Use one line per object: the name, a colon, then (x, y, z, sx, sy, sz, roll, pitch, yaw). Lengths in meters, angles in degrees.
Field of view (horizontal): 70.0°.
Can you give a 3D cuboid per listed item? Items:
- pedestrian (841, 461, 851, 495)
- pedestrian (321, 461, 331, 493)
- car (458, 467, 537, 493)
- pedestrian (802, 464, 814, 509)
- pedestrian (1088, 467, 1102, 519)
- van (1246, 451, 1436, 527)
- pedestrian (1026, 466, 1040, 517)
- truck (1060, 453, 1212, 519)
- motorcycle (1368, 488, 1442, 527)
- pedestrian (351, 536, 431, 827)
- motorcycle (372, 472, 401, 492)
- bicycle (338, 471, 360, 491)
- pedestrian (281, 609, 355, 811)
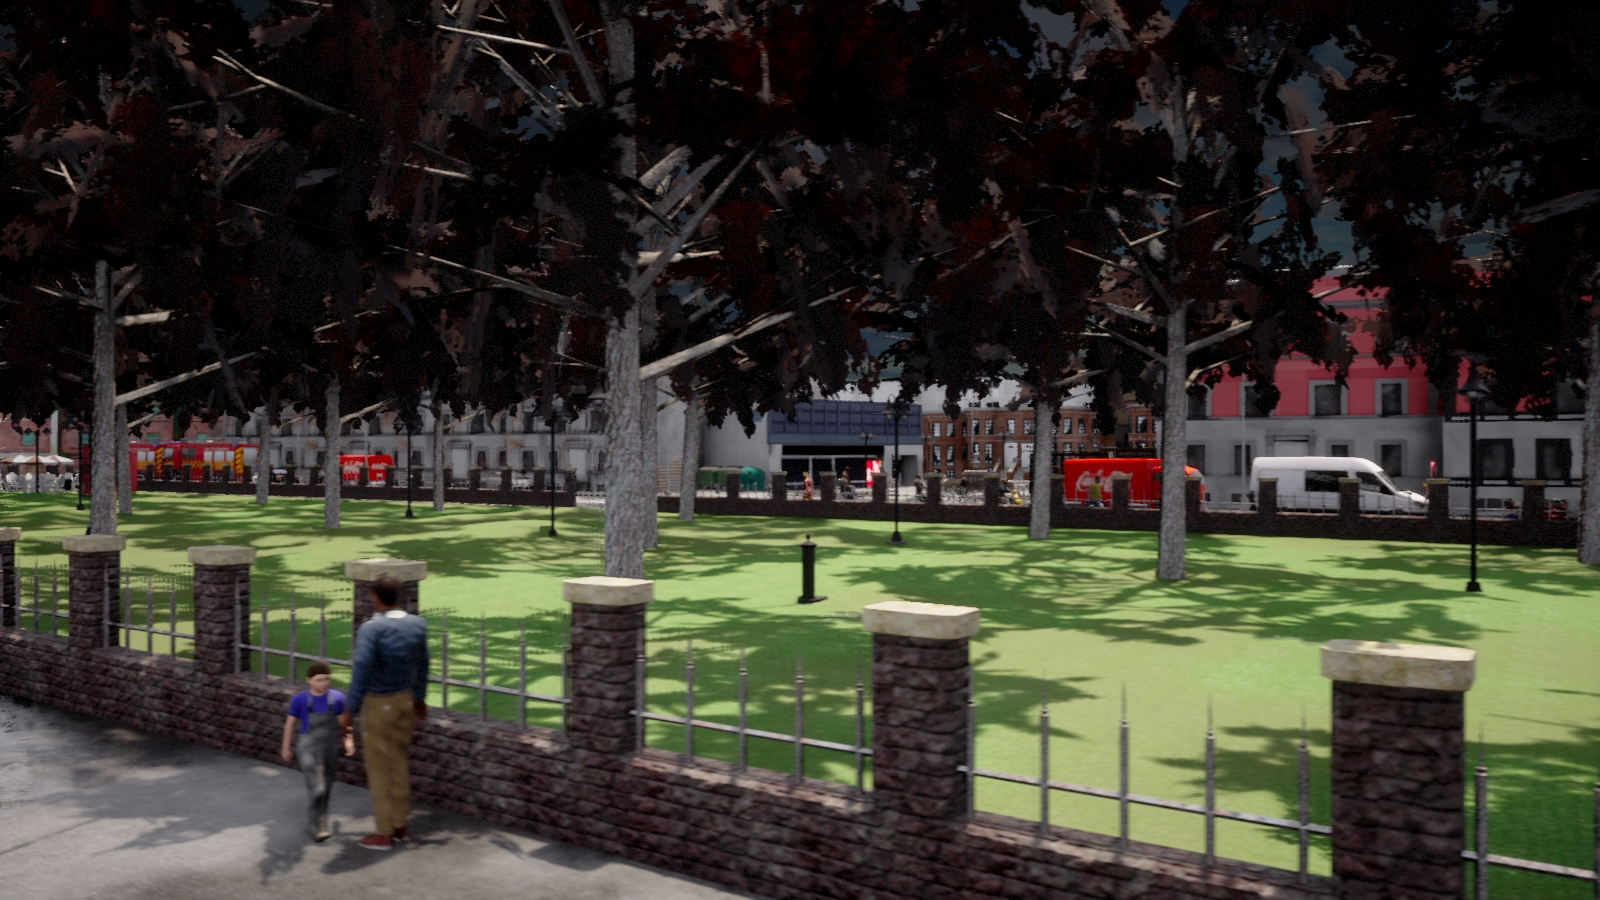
pedestrian: (2.527, 1.543, 62.594, 0.375, 1.860, 0.375, 0, 0, 35)
pedestrian: (-27.804, 1.561, 67.054, 0.375, 1.860, 0.375, 0, 0, 34)
car: (-18.992, 1.860, 71.700, 4.902, 1.511, 2.128, 0, 0, 34)
pedestrian: (0.333, 1.537, 48.149, 0.375, 1.860, 0.375, 0, 0, 30)
pedestrian: (10.637, 1.531, 41.157, 0.375, 1.860, 0.375, 0, 0, 34)
van: (19.382, 1.317, 41.077, 5.915, 2.561, 1.988, 0, 0, 34)
pedestrian: (8.657, 1.534, 42.482, 0.375, 1.860, 0.375, 0, 0, 34)
truck: (13.259, 1.355, 45.180, 5.204, 2.467, 2.627, 0, 0, 34)
motorcycle: (21.120, 1.986, 39.897, 2.209, 1.251, 0.867, 0, 0, 34)
pedestrian: (-2.765, 1.530, 7.724, 0.375, 1.860, 0.375, 0, 0, 43)
motorcycle: (-25.903, 1.998, 71.552, 1.805, 1.236, 0.856, 0, 0, 34)
bicycle: (-29.139, 1.979, 73.760, 1.835, 1.271, 0.329, 0, 0, 34)
pedestrian: (-3.396, 1.811, 8.052, 0.375, 1.300, 0.375, 0, 0, -44)
